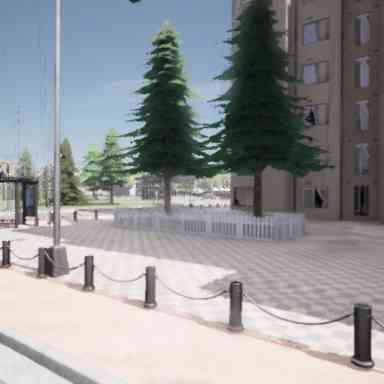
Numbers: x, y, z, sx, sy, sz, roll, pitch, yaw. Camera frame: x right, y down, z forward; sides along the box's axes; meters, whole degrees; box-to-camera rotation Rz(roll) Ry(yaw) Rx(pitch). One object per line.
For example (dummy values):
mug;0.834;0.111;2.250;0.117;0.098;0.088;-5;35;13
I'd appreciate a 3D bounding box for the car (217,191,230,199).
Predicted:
car;8.991;1.081;85.139;3.633;1.501;1.845;1;0;35

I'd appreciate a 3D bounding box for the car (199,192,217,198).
car;4.633;1.038;91.844;3.806;1.475;1.970;1;0;35
